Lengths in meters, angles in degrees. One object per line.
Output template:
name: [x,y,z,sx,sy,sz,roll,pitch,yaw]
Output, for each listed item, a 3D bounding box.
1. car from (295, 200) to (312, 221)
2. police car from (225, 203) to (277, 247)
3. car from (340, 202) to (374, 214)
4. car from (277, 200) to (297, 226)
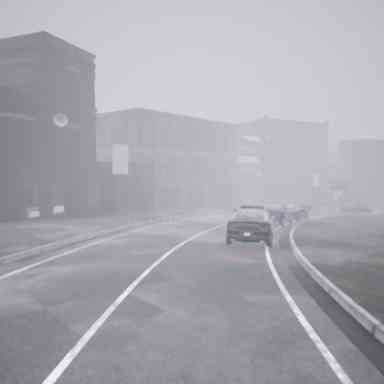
car: [8.801,1.658,29.132,1.812,1.442,4.674,3,1,33]
police car: [2.782,1.432,15.396,1.930,1.638,5.238,1,0,15]
car: [21.754,2.103,43.855,5.357,1.411,2.033,2,3,-34]
car: [6.025,1.543,24.174,1.882,1.535,5.008,2,0,26]
